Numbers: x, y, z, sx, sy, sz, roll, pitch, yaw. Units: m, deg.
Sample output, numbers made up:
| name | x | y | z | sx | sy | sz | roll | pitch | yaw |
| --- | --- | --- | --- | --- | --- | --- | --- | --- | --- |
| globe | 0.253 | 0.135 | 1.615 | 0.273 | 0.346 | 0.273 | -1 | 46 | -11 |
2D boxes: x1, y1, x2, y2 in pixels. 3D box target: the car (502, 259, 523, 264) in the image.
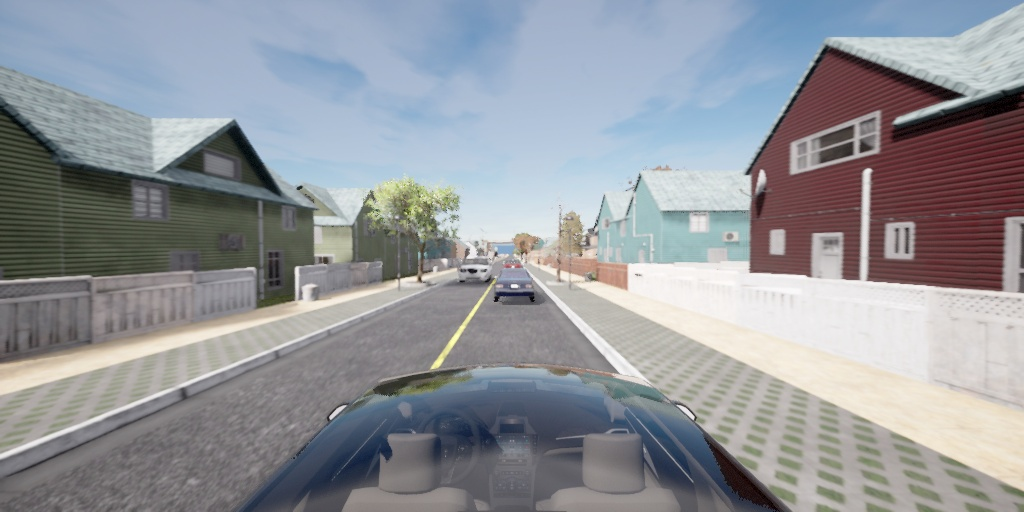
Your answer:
| name | x | y | z | sx | sy | sz | roll | pitch | yaw |
| --- | --- | --- | --- | --- | --- | --- | --- | --- | --- |
| car | 0.098 | 1.066 | 36.665 | 2.097 | 1.767 | 4.553 | 0 | 0 | 0 |

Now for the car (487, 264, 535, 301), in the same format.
| name | x | y | z | sx | sy | sz | roll | pitch | yaw |
| --- | --- | --- | --- | --- | --- | --- | --- | --- | --- |
| car | 0.099 | 1.281 | 17.208 | 2.033 | 1.411 | 5.357 | 0 | 0 | 0 |

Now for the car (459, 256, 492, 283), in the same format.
| name | x | y | z | sx | sy | sz | roll | pitch | yaw |
| --- | --- | --- | --- | --- | --- | --- | --- | --- | --- |
| car | -2.752 | 1.034 | 27.962 | 2.150 | 2.045 | 5.566 | 0 | 0 | 0 |
